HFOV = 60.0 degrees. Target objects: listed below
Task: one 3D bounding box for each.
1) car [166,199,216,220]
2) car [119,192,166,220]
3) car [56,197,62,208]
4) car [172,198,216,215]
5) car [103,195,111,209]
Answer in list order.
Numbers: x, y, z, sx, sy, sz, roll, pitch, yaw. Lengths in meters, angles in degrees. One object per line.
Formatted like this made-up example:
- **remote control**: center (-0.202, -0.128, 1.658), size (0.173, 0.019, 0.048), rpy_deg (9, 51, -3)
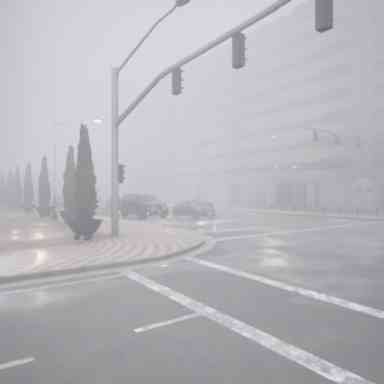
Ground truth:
- **car**: center (0.036, 1.475, 28.053), size (1.812, 1.442, 4.674), rpy_deg (0, 0, -35)
- **car**: center (-4.074, 1.170, 27.798), size (2.150, 2.045, 5.566), rpy_deg (0, 0, -35)
- **car**: center (-17.884, 1.302, 47.353), size (2.097, 1.767, 4.553), rpy_deg (0, 0, -35)
- **car**: center (0.115, 1.428, 34.360), size (1.882, 1.535, 5.008), rpy_deg (0, 0, -35)
- **car**: center (-9.107, 1.455, 40.968), size (1.837, 1.490, 4.892), rpy_deg (0, 0, -35)
